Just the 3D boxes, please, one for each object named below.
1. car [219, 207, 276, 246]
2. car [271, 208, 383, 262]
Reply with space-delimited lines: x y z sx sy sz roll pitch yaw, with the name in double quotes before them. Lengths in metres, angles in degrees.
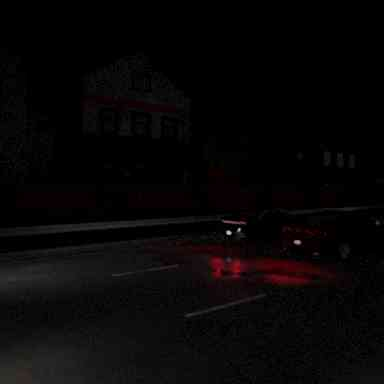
"car" 3.455 1.409 14.805 4.902 1.511 2.128 -1 0 -35
"car" 5.310 1.397 11.832 5.008 1.535 1.882 -1 0 -35
